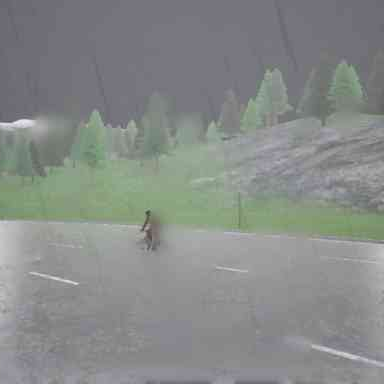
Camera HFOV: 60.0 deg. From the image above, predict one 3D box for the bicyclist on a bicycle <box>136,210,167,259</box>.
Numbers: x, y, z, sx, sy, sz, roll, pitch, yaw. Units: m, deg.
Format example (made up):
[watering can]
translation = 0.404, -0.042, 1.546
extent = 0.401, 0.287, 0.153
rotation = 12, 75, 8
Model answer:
[bicyclist on a bicycle]
translation = -1.388, 1.455, 11.569
extent = 0.582, 1.620, 1.656
rotation = 0, 2, 35
